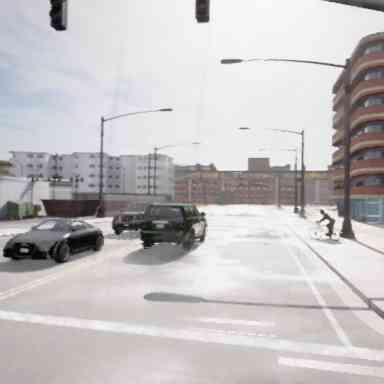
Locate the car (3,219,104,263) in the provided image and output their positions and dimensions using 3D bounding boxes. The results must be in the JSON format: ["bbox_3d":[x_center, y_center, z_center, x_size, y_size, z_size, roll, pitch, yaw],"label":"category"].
[{"bbox_3d":[-5.053,1.750,12.732,1.994,1.385,4.181,1,-1,11],"label":"car"}]

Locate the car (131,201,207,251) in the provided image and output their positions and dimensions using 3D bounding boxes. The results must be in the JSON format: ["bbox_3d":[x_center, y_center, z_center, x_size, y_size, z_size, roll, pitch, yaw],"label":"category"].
[{"bbox_3d":[-0.705,1.543,16.120,2.150,2.045,5.566,1,-1,13],"label":"car"}]

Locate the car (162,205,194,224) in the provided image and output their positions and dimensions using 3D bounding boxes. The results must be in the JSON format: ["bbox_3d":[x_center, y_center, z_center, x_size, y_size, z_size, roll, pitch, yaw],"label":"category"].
[{"bbox_3d":[-1.214,2.108,31.887,1.882,1.535,5.008,1,-1,11],"label":"car"}]

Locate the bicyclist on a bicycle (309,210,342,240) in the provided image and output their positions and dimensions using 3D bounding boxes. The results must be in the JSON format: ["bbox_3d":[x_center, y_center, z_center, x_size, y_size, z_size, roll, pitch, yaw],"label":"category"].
[{"bbox_3d":[7.158,1.783,17.852,1.656,1.620,0.582,1,-1,11],"label":"bicyclist on a bicycle"}]

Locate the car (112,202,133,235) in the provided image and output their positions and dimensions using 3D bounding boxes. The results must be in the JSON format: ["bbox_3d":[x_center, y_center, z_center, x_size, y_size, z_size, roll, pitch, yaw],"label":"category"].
[{"bbox_3d":[-3.240,1.619,21.848,2.150,2.045,5.566,1,-1,11],"label":"car"}]
